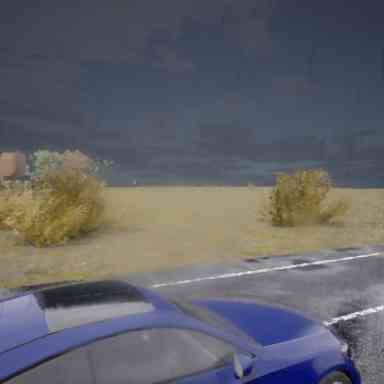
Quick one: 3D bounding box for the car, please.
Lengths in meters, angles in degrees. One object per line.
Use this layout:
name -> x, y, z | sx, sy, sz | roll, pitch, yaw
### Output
car -> -0.583, 1.525, 2.790 | 4.674, 1.442, 1.812 | 0, 0, -32
